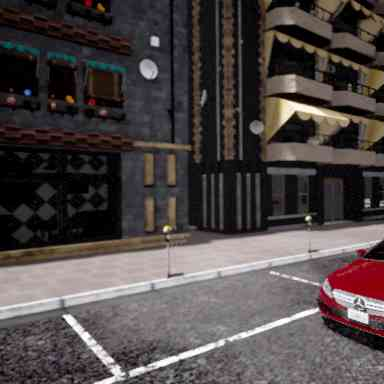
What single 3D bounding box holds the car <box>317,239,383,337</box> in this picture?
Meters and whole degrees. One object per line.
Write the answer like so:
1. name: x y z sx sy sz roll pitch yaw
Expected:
1. car: 4.280 1.519 6.126 4.674 1.442 1.812 0 0 -36
